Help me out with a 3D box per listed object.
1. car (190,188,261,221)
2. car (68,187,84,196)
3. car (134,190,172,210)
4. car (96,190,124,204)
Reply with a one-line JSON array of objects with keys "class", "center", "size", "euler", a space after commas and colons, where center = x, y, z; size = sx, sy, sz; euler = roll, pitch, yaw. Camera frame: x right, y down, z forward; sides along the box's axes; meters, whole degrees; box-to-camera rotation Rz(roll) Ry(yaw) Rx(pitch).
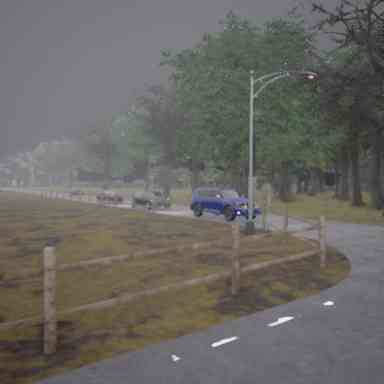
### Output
[{"class": "car", "center": [2.084, 0.737, 22.461], "size": [2.150, 2.045, 5.566], "euler": [0, 2, -35]}, {"class": "car", "center": [-20.870, -0.038, 59.858], "size": [1.837, 1.490, 4.892], "euler": [0, 2, -35]}, {"class": "car", "center": [-3.722, 0.630, 30.637], "size": [2.097, 1.767, 4.553], "euler": [0, 2, -34]}, {"class": "car", "center": [-9.596, 0.515, 38.917], "size": [1.882, 1.535, 5.008], "euler": [0, 2, -35]}]
